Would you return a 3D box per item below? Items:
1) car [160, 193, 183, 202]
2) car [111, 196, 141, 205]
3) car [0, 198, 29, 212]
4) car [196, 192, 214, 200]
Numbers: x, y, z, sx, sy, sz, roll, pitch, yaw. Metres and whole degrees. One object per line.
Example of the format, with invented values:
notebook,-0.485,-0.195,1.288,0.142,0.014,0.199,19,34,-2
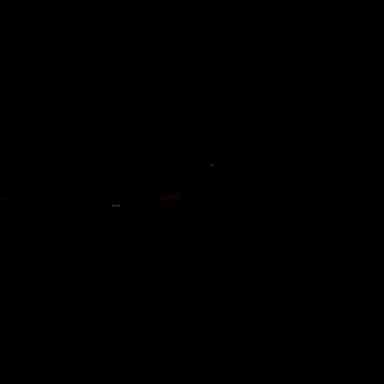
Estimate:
car,-3.661,0.940,60.379,2.097,1.767,4.553,-1,0,36
car,-10.819,1.328,55.179,2.033,1.411,5.357,-1,0,35
car,-20.423,1.403,36.600,2.097,1.767,4.553,-1,0,35
car,2.722,0.803,69.523,1.882,1.535,5.008,-1,0,35
